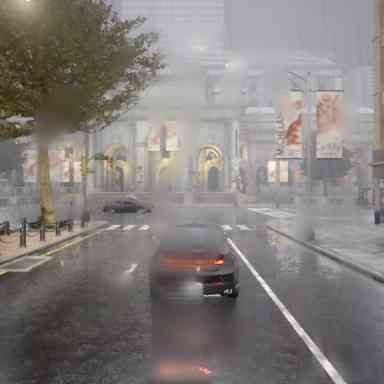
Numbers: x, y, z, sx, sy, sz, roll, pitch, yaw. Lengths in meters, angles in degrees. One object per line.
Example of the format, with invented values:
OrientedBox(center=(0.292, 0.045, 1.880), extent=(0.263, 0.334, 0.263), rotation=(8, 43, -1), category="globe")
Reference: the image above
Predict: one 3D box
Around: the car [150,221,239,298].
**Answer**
OrientedBox(center=(0.061, 1.505, 8.519), extent=(1.837, 1.490, 4.892), rotation=(0, 0, 0), category="car")

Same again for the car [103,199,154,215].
OrientedBox(center=(-6.279, 1.505, 32.853), extent=(4.892, 1.490, 1.837), rotation=(0, 0, 0), category="car")

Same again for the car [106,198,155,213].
OrientedBox(center=(-6.661, 1.477, 36.354), extent=(5.008, 1.535, 1.882), rotation=(0, 0, 0), category="car")
